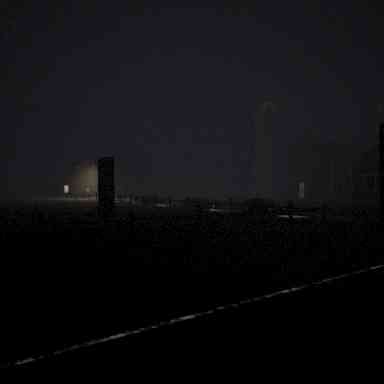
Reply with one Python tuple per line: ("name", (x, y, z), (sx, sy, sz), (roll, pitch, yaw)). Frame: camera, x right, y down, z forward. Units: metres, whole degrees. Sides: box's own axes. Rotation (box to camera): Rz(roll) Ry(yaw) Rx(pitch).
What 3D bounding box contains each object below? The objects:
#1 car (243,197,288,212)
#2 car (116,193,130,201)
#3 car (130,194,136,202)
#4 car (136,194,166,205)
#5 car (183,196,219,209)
("car", (7.071, 1.306, 32.507), (1.837, 1.490, 4.892), (-1, 1, -36))
("car", (-13.535, 0.905, 66.048), (1.837, 1.490, 4.892), (-1, 1, -36))
("car", (-8.677, 1.084, 59.318), (1.895, 1.301, 4.718), (-1, 1, -36))
("car", (-6.034, 1.136, 50.756), (2.033, 1.411, 5.357), (-1, 1, -36))
("car", (0.994, 1.251, 40.961), (2.033, 1.411, 5.357), (-1, 1, -36))
